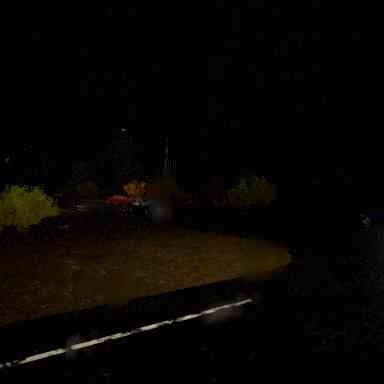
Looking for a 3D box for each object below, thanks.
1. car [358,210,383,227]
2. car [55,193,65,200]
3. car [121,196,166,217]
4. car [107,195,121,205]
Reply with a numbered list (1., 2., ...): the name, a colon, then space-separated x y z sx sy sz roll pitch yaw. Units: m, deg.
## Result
1. car: 12.507 1.494 19.958 1.812 1.442 4.674 0 0 -37
2. car: -31.259 1.058 77.648 1.882 1.535 5.008 0 0 -37
3. car: -4.244 1.384 30.469 2.128 1.511 4.902 0 0 -37
4. car: -11.644 1.252 51.799 1.882 1.535 5.008 0 0 -37
